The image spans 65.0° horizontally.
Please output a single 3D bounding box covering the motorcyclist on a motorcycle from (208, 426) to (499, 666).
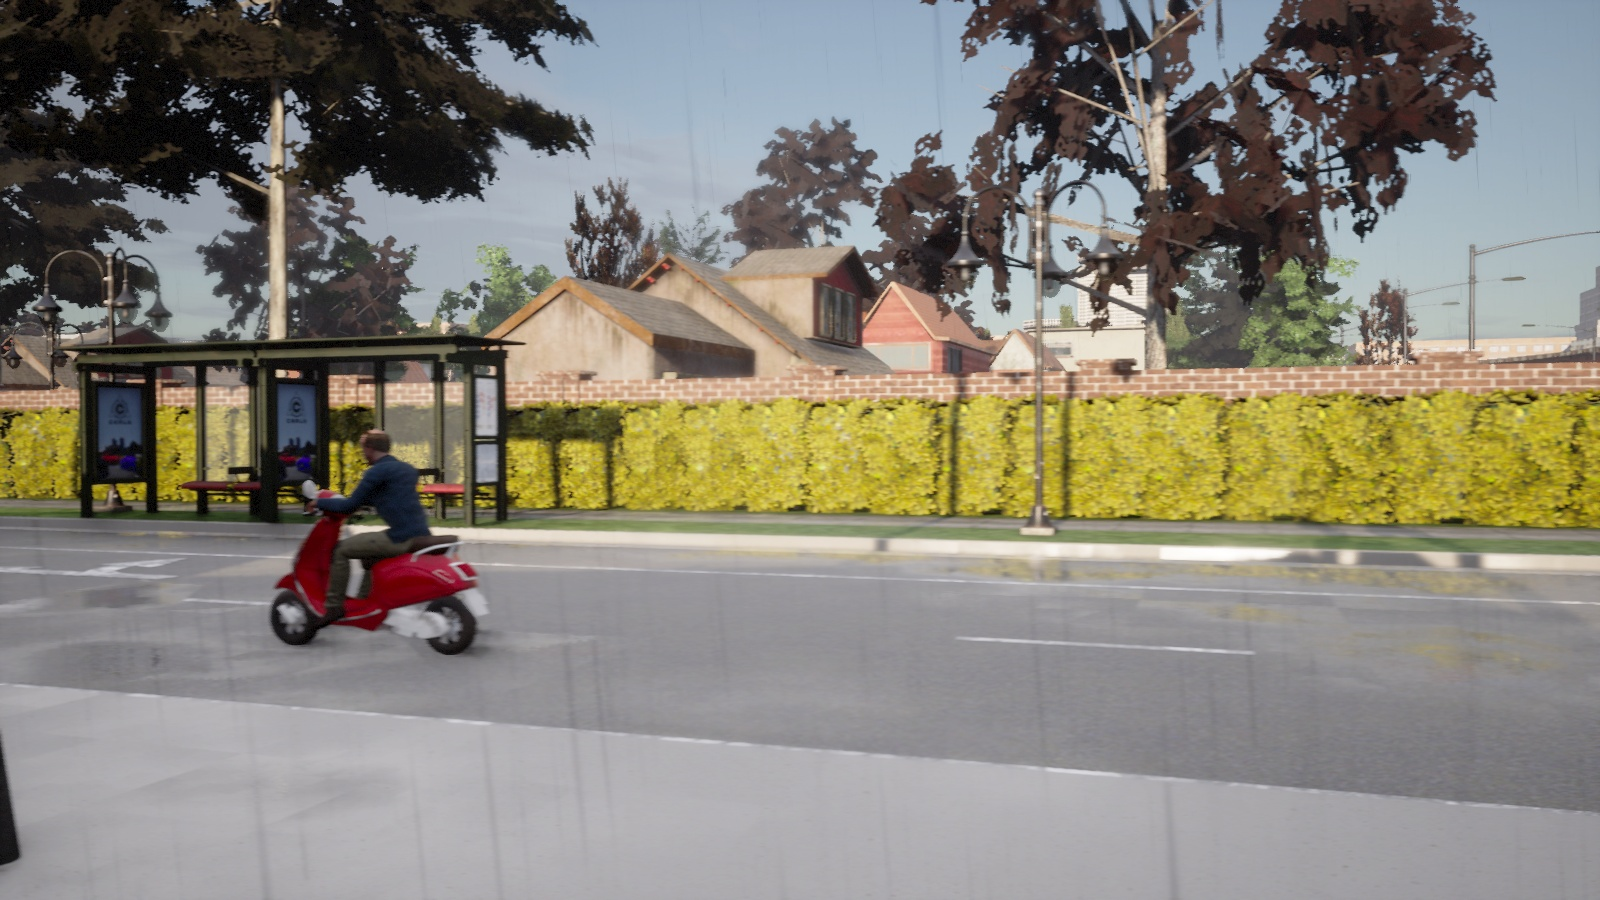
[{"bbox_3d":[-3.189,0.624,9.013,1.817,1.590,0.866,1,1,19],"label":"motorcyclist on a motorcycle"}]
